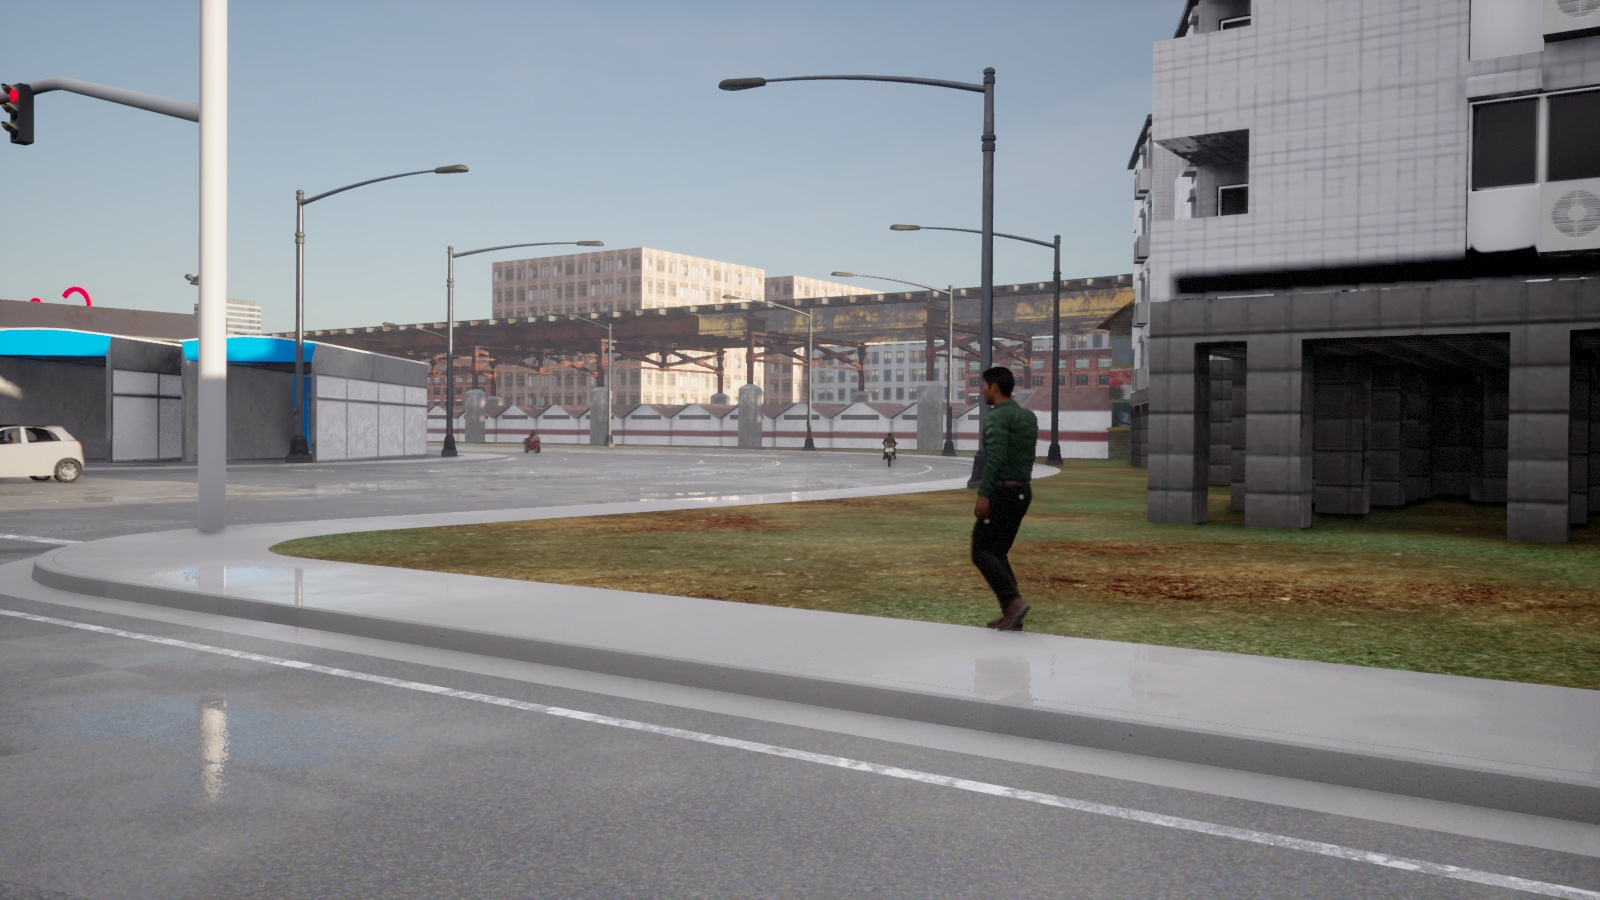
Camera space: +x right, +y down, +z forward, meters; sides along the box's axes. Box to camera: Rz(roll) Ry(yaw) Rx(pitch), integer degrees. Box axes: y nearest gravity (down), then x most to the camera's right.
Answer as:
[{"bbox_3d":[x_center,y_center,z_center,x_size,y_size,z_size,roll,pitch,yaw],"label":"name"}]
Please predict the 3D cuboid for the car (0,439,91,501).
[{"bbox_3d":[-20.294,0.494,31.750,1.845,1.501,3.633,0,1,35],"label":"car"}]

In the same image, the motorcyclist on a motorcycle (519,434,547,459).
[{"bbox_3d":[-16.877,-0.218,79.420,0.797,1.523,2.044,-2,2,-41],"label":"motorcyclist on a motorcycle"}]

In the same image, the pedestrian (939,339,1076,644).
[{"bbox_3d":[1.387,0.265,8.435,0.788,1.949,0.423,0,1,40],"label":"pedestrian"}]

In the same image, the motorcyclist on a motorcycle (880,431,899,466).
[{"bbox_3d":[4.004,-0.089,56.105,0.797,1.523,2.044,-1,1,4],"label":"motorcyclist on a motorcycle"}]
